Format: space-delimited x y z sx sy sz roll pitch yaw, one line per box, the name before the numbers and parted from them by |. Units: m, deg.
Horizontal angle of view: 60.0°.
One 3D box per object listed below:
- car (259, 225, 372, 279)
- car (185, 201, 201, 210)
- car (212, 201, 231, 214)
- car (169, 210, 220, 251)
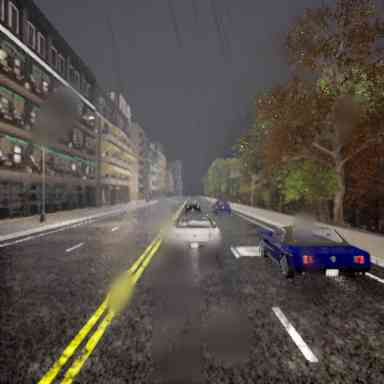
car | 3.340 1.640 10.129 1.895 1.301 4.718 0 0 0
car | 0.106 1.764 40.999 1.895 1.301 4.718 0 0 0
car | 3.355 1.699 38.161 2.033 1.411 5.357 0 0 0
car | 0.098 1.656 14.274 1.895 1.301 4.718 0 0 0
